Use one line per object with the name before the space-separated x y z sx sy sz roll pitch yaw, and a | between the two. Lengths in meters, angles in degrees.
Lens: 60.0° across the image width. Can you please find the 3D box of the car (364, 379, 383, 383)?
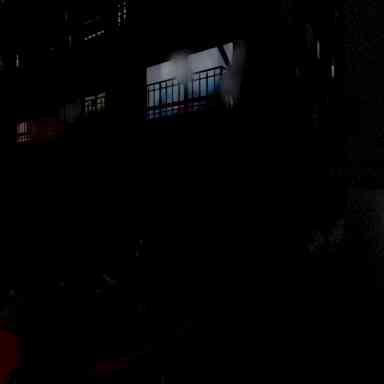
car | 2.569 1.566 1.047 4.313 1.339 1.947 0 0 35

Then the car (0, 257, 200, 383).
car | -2.023 1.545 4.316 4.507 1.381 1.887 0 0 35
